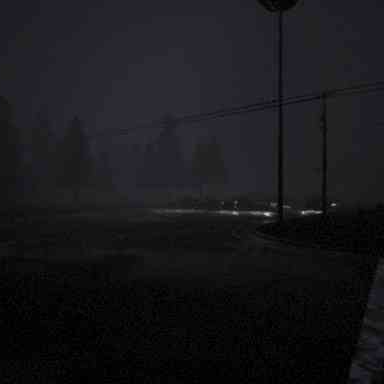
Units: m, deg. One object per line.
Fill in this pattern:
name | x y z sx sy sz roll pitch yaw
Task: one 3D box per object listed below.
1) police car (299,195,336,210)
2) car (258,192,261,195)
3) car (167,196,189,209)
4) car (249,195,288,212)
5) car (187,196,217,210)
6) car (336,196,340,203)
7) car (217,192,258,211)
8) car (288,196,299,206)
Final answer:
police car | 14.561 1.202 38.423 1.930 1.638 5.238 0 0 38
car | 11.719 1.187 52.042 1.882 1.535 5.008 0 1 38
car | -0.975 1.262 41.382 1.882 1.535 5.008 0 0 38
car | 8.375 1.322 36.315 1.812 1.442 4.674 0 0 38
car | 1.886 1.391 39.364 1.895 1.301 4.718 0 0 38
car | 23.286 1.238 55.491 1.994 1.385 4.181 0 0 38
car | 5.235 1.145 37.974 2.097 1.767 4.553 0 0 38
car | 14.597 1.316 50.051 1.895 1.301 4.718 0 0 38
